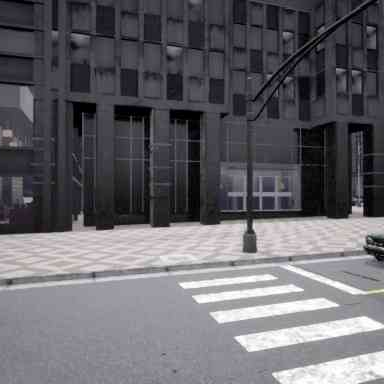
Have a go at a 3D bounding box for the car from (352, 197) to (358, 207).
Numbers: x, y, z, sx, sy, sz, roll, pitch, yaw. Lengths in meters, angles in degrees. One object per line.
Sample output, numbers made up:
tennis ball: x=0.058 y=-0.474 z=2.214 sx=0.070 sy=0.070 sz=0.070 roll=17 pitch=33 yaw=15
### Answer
car: x=20.202 y=0.965 z=45.836 sx=2.150 sy=2.045 sz=5.566 roll=0 pitch=0 yaw=-16

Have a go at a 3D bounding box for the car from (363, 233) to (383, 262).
car: x=7.580 y=1.471 z=9.930 sx=4.718 sy=1.301 sz=1.895 roll=-1 pitch=0 yaw=-17
